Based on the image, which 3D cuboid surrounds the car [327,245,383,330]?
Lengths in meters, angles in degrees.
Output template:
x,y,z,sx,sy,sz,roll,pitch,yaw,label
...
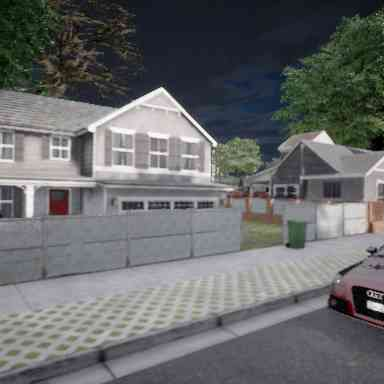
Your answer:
x,y,z,sx,sy,sz,roll,pitch,yaw,label
4.423,1.543,6.182,4.181,1.385,1.994,0,0,-35,car
